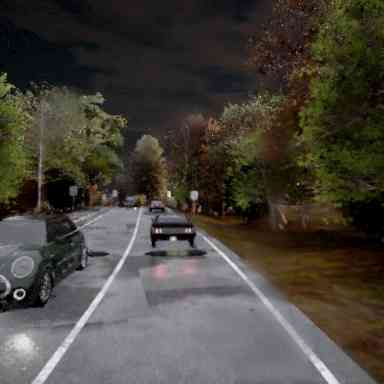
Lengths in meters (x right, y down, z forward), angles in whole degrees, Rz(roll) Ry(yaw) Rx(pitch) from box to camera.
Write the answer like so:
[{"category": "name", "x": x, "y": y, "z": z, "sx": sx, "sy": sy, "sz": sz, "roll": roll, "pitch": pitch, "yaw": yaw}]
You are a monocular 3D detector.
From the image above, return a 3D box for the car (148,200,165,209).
[{"category": "car", "x": -4.275, "y": 1.613, "z": 40.227, "sx": 2.033, "sy": 1.411, "sz": 5.357, "roll": 0, "pitch": 0, "yaw": -8}]

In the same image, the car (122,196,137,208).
[{"category": "car", "x": -9.369, "y": 1.457, "z": 50.139, "sx": 2.097, "sy": 1.767, "sz": 4.553, "roll": 0, "pitch": -1, "yaw": -8}]

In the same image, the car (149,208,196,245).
[{"category": "car", "x": -0.990, "y": 1.628, "z": 15.744, "sx": 1.895, "sy": 1.301, "sz": 4.718, "roll": 0, "pitch": 0, "yaw": -6}]

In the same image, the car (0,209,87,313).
[{"category": "car", "x": -4.001, "y": 1.368, "z": 7.877, "sx": 2.097, "sy": 1.767, "sz": 4.553, "roll": 0, "pitch": 0, "yaw": -4}]
